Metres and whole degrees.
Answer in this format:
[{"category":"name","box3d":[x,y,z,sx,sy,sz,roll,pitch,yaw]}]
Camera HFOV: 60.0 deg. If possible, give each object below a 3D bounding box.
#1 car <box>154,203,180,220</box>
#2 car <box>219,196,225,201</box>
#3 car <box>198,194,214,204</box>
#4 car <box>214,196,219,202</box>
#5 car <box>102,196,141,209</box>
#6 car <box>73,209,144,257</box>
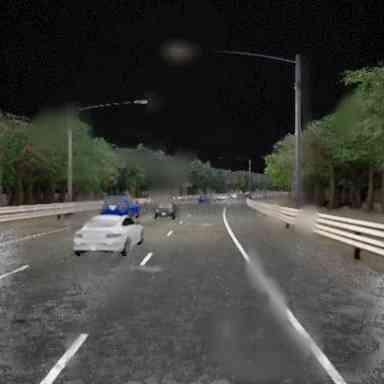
[{"category":"car","box3d":[-2.200,1.674,30.012,1.812,1.442,4.674,0,0,4]},{"category":"car","box3d":[7.026,1.821,91.041,1.895,1.301,4.718,0,0,13]},{"category":"car","box3d":[2.677,1.448,69.768,2.150,2.045,5.566,0,0,10]},{"category":"car","box3d":[4.710,1.842,80.434,1.895,1.301,4.718,0,0,12]},{"category":"car","box3d":[-5.861,1.357,28.023,2.150,2.045,5.566,0,0,4]},{"category":"car","box3d":[-3.130,1.597,13.117,1.812,1.442,4.674,0,0,2]}]
